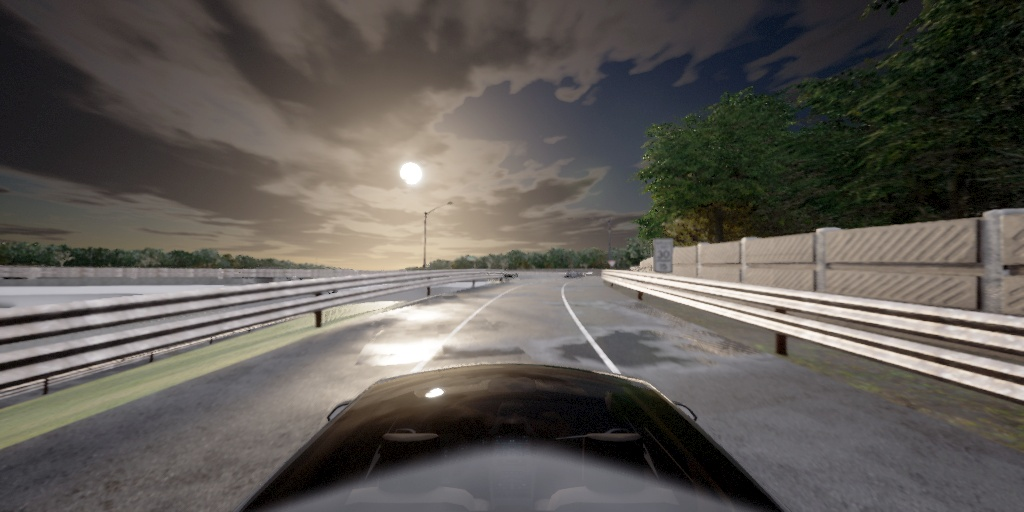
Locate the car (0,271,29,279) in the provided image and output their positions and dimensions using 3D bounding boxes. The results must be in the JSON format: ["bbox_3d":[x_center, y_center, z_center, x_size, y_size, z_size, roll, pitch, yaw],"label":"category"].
[{"bbox_3d":[-45.062,1.549,30.592,5.008,1.535,1.882,1,-3,-20],"label":"car"}]

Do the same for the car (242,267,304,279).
[{"bbox_3d":[-22.445,1.770,33.836,4.892,1.490,1.837,2,-3,-32],"label":"car"}]

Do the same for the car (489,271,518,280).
[{"bbox_3d":[-1.385,2.752,50.638,1.895,1.301,4.718,-2,-4,45],"label":"car"}]
